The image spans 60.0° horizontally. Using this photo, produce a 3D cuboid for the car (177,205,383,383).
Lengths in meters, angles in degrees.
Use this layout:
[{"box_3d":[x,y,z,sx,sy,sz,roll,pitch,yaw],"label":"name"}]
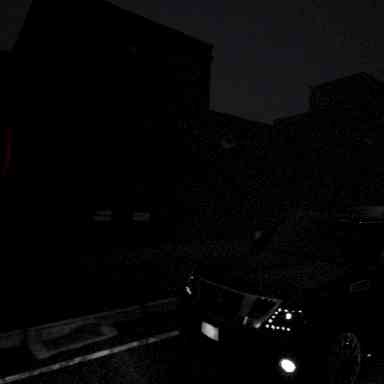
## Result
[{"box_3d":[2.459,1.274,5.440,5.566,2.045,2.150,1,0,-36],"label":"car"}]
